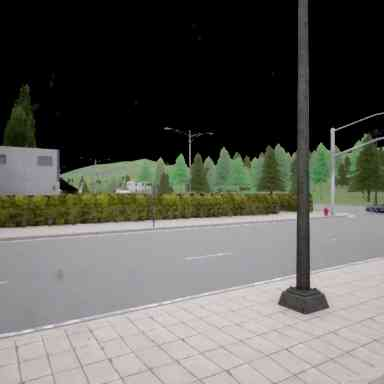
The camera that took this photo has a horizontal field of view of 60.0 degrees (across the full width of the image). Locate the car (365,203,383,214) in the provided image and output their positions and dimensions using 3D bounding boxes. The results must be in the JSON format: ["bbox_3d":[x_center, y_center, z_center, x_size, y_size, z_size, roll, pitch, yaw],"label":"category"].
[{"bbox_3d":[20.062,1.547,32.680,2.033,1.411,5.357,0,0,-34],"label":"car"}]
